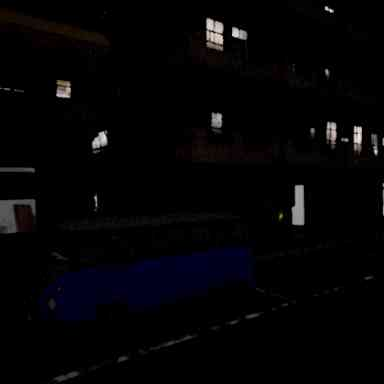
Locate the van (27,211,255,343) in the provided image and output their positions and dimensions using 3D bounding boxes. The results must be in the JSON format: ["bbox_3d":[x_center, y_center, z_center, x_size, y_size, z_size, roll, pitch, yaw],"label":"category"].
[{"bbox_3d":[-0.680,1.294,6.080,3.998,1.788,1.690,-1,0,-35],"label":"van"}]
